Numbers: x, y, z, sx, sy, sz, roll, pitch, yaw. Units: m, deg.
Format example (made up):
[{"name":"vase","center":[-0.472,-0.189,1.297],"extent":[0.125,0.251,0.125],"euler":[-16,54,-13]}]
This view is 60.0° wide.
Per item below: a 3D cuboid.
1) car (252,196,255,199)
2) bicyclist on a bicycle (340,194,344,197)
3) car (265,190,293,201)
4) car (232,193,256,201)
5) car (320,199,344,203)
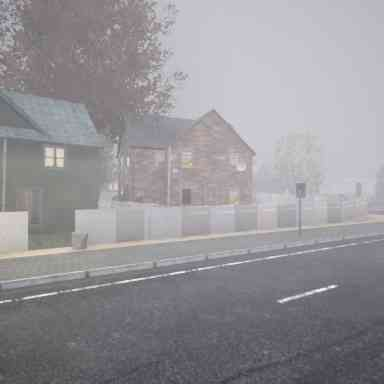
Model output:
[{"name":"car","center":[8.498,0.911,56.009],"extent":[2.033,1.411,5.357],"euler":[1,0,-19]},{"name":"bicyclist on a bicycle","center":[19.396,1.035,43.117],"extent":[1.656,1.620,0.582],"euler":[1,0,-20]},{"name":"car","center":[12.130,0.752,45.961],"extent":[2.150,2.045,5.566],"euler":[1,0,-20]},{"name":"car","center":[9.571,0.894,61.695],"extent":[2.033,1.411,5.357],"euler":[1,0,-21]},{"name":"car","center":[15.537,1.177,36.542],"extent":[2.128,1.511,4.902],"euler":[1,0,-20]}]
